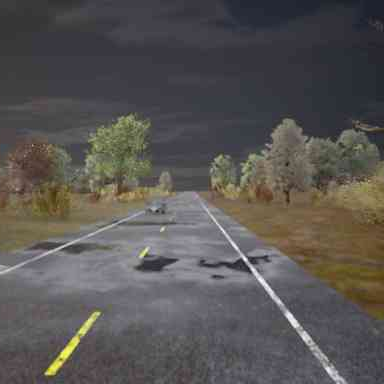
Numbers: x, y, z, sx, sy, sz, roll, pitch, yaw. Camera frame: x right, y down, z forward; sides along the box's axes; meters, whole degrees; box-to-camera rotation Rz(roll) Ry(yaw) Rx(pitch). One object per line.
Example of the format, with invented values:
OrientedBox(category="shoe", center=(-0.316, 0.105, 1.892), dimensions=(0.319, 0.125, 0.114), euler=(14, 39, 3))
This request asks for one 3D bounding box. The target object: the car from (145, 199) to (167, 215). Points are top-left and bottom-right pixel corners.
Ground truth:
OrientedBox(category="car", center=(-3.487, 1.411, 32.962), dimensions=(2.128, 1.511, 4.902), euler=(0, 0, 0))
